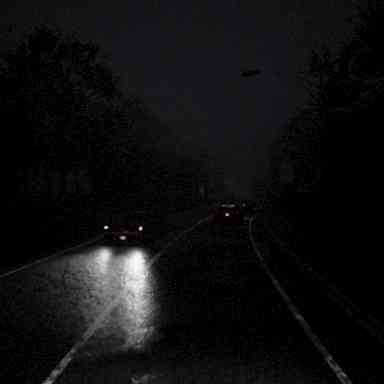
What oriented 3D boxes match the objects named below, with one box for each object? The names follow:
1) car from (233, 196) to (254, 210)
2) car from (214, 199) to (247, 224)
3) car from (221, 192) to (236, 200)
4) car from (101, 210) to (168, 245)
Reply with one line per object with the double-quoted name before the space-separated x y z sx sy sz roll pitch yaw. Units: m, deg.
"car" 6.591 1.498 41.236 1.994 1.385 4.181 1 0 14
"car" 2.769 1.515 24.620 1.994 1.385 4.181 1 0 11
"car" 6.239 1.059 55.872 2.150 2.045 5.566 1 0 12
"car" -2.490 1.519 15.467 1.895 1.301 4.718 1 0 7
